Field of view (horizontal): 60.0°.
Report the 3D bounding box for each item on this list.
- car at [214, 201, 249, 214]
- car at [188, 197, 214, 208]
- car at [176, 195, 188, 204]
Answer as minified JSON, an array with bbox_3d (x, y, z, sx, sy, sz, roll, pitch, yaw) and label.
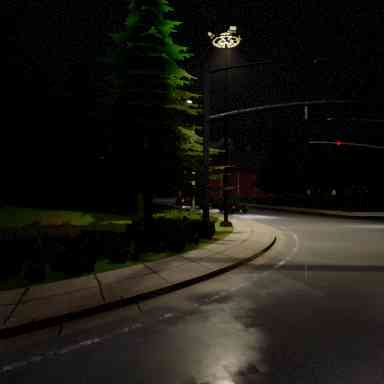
[{"bbox_3d":[4.335,1.601,35.653,1.895,1.301,4.718,0,0,-15],"label":"car"},{"bbox_3d":[1.644,1.221,45.338,2.150,2.045,5.566,0,0,-16],"label":"car"},{"bbox_3d":[-1.243,1.352,55.223,2.097,1.767,4.553,0,0,-17],"label":"car"}]
